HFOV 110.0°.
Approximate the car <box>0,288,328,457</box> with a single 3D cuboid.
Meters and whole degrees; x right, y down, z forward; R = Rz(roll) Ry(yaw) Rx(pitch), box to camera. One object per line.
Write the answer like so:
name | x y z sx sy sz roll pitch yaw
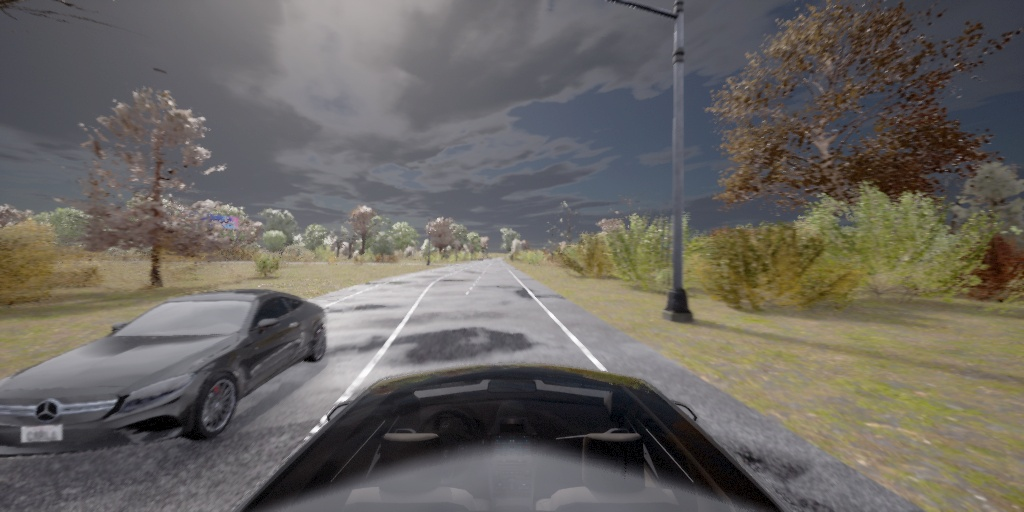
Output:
car | -4.318 1.256 5.350 1.812 1.442 4.674 0 0 -8
